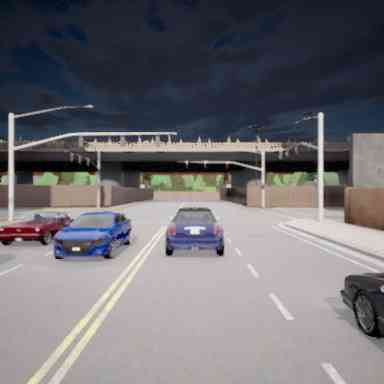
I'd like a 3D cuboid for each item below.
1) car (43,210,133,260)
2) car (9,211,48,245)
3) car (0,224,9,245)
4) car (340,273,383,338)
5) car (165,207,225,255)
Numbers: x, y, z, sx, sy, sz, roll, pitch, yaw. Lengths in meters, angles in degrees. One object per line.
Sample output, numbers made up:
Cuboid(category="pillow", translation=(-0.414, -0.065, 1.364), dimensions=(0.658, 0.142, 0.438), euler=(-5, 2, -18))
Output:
Cuboid(category="car", translation=(-3.534, 1.491, 12.690), dimensions=(1.882, 1.535, 5.008), euler=(0, 0, 1))
Cuboid(category="car", translation=(-7.002, 1.617, 15.655), dimensions=(1.895, 1.301, 4.718), euler=(0, 0, 0))
Cuboid(category="car", translation=(-7.011, 1.573, 8.657), dimensions=(1.994, 1.385, 4.181), euler=(0, 0, 0))
Cuboid(category="car", translation=(3.599, 1.551, 3.567), dimensions=(2.033, 1.411, 5.357), euler=(0, 0, 0))
Cuboid(category="car", translation=(0.098, 1.367, 13.459), dimensions=(2.097, 1.767, 4.553), euler=(0, 0, 0))
